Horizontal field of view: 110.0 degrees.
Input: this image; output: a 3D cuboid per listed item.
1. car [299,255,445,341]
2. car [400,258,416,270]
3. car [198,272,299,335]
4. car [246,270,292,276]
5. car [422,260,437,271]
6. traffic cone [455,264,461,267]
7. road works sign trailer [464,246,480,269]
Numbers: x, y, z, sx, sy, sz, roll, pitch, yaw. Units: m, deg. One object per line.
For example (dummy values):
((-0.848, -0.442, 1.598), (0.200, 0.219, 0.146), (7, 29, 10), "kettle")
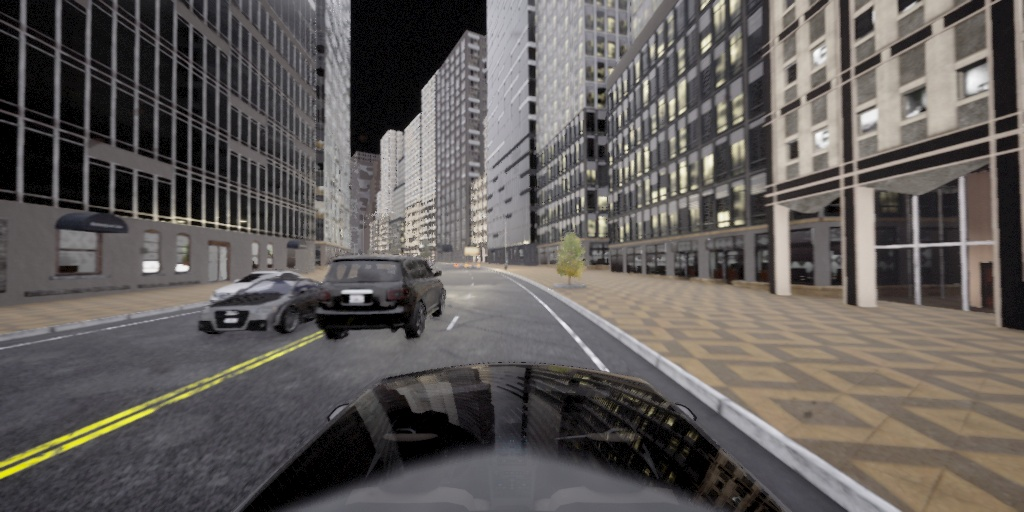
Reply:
((-3.325, 0.991, 10.180), (2.150, 2.045, 5.566), (0, 0, -2), "car")
((-16.272, 1.158, 56.202), (2.097, 1.767, 4.553), (0, 0, -13), "car")
((-6.812, 1.356, 10.602), (1.994, 1.385, 4.181), (0, 0, -2), "car")
((-10.264, 1.335, 15.133), (1.812, 1.442, 4.674), (0, 0, -3), "car")
((-12.085, 1.342, 52.591), (2.033, 1.411, 5.357), (0, 0, -11), "car")
((-9.610, 1.748, 64.257), (0.340, 0.580, 0.340), (0, 0, -15), "traffic cone")
((-6.509, 0.245, 57.832), (2.380, 3.560, 2.880), (0, 0, -15), "road works sign trailer")
